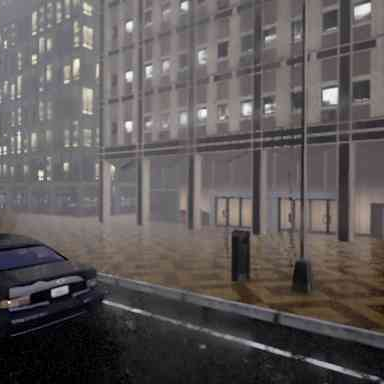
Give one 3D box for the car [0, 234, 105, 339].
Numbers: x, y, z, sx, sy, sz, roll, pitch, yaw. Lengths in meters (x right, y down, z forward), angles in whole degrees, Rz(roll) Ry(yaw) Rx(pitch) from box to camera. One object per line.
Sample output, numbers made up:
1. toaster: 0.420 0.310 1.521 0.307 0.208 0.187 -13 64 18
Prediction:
1. car: -4.041 1.559 6.525 5.357 1.411 2.033 0 0 36
